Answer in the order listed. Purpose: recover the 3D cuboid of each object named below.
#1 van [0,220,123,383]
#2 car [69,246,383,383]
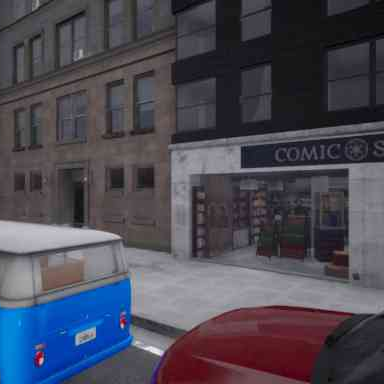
[{"bbox_3d":[-2.665,1.340,4.718,3.998,1.788,1.690,0,0,36],"label":"van"},{"bbox_3d":[1.955,1.315,1.415,5.009,1.841,2.192,0,0,36],"label":"car"}]
